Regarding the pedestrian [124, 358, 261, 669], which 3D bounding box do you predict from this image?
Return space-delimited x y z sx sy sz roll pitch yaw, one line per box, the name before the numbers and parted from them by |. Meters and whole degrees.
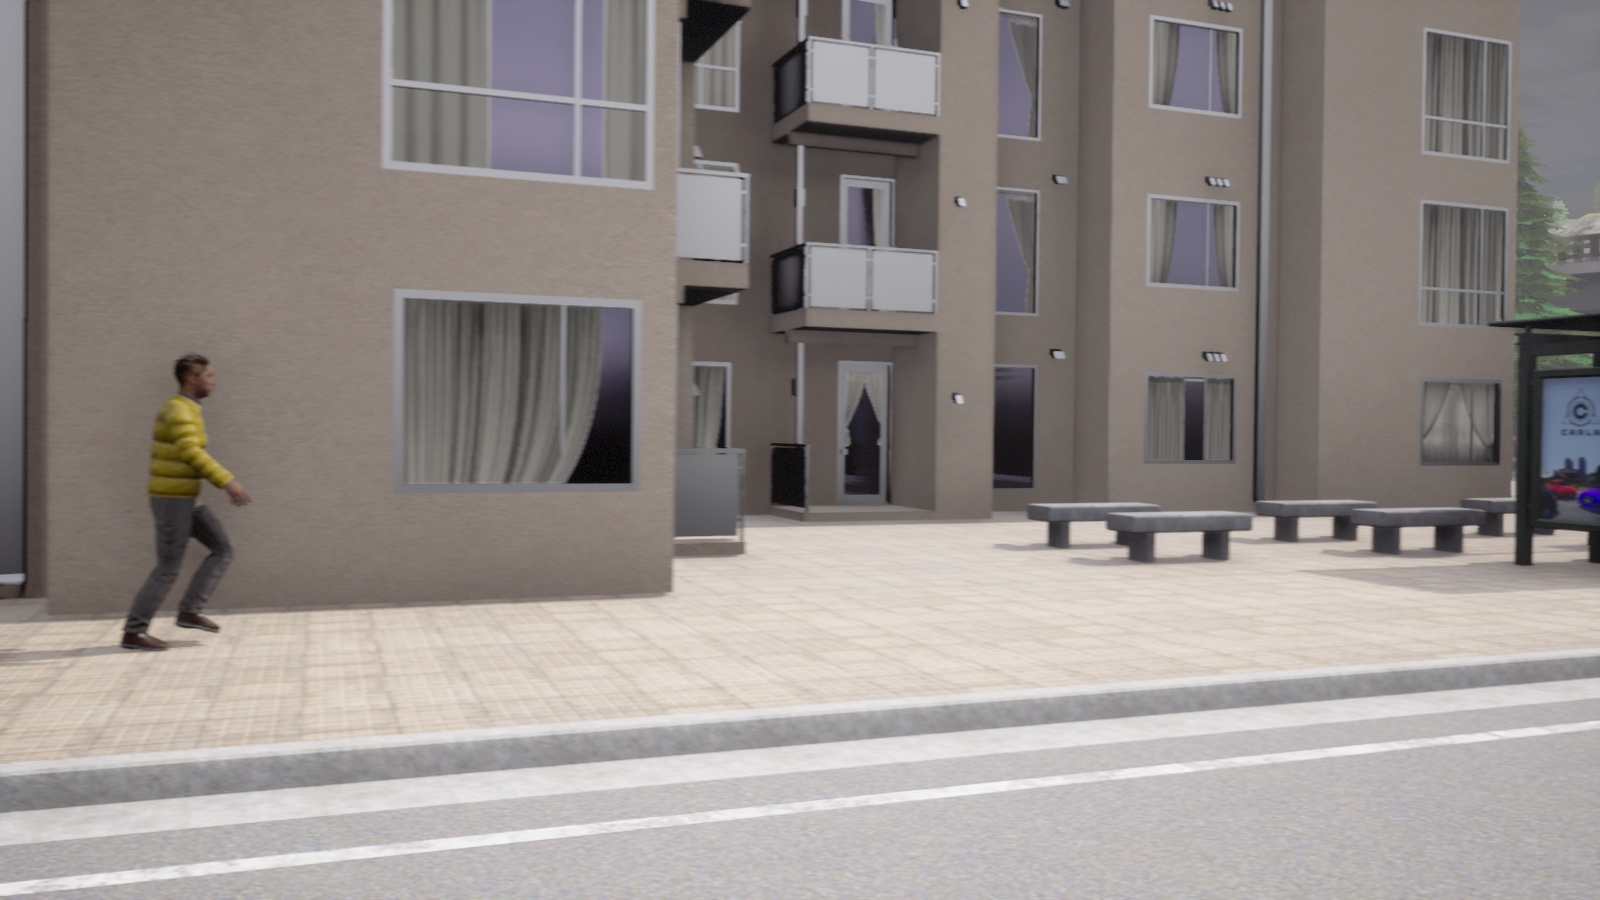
pedestrian | -3.732 0.371 7.756 0.709 1.840 0.431 -1 1 -22
